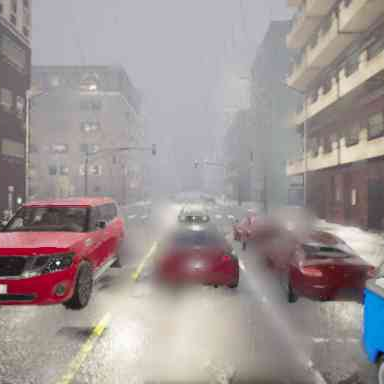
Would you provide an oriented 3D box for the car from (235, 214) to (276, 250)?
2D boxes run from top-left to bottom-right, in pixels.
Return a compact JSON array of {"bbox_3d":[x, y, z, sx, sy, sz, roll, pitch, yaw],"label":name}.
[{"bbox_3d":[2.669,1.517,13.459,1.802,1.307,4.206,1,0,0],"label":"car"}]

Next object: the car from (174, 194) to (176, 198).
[{"bbox_3d":[-5.364,1.171,79.918,1.947,1.339,4.313,1,0,0],"label":"car"}]

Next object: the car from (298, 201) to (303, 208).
[{"bbox_3d":[15.550,1.310,41.353,4.507,1.381,1.887,0,0,1],"label":"car"}]

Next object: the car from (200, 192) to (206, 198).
[{"bbox_3d":[2.979,1.184,74.169,2.008,1.369,4.403,1,0,0],"label":"car"}]

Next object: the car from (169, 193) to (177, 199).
[{"bbox_3d":[-5.291,1.093,91.258,1.887,1.381,4.507,1,0,0],"label":"car"}]

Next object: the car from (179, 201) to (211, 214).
[{"bbox_3d":[0.104,1.499,20.999,1.895,1.301,4.718,0,0,0],"label":"car"}]

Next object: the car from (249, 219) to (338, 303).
[{"bbox_3d":[2.669,1.544,7.788,1.802,1.307,4.206,1,0,0],"label":"car"}]

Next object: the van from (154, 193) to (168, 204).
[{"bbox_3d":[-5.582,1.060,57.242,1.690,1.788,3.998,1,0,0],"label":"van"}]

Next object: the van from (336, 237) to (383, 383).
[{"bbox_3d":[2.673,1.330,2.116,1.690,1.788,3.998,1,0,0],"label":"van"}]

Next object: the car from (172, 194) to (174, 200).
[{"bbox_3d":[-5.435,1.103,68.575,1.967,1.590,4.097,1,0,0],"label":"car"}]

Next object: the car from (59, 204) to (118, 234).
[{"bbox_3d":[-5.768,1.458,19.198,2.008,1.369,4.403,1,0,0],"label":"car"}]

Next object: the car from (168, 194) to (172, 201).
[{"bbox_3d":[-5.474,1.257,62.905,1.947,1.339,4.313,1,0,0],"label":"car"}]

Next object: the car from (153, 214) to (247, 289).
[{"bbox_3d":[0.098,1.520,9.052,1.994,1.385,4.181,0,0,0],"label":"car"}]

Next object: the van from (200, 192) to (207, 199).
[{"bbox_3d":[3.092,0.889,91.178,1.690,1.788,3.998,1,0,0],"label":"van"}]

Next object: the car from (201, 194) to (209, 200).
[{"bbox_3d":[3.015,1.187,79.839,1.802,1.307,4.206,1,0,0],"label":"car"}]

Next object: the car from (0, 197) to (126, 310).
[{"bbox_3d":[-3.086,1.181,8.072,2.150,2.045,5.566,0,0,0],"label":"car"}]

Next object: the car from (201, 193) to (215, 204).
[{"bbox_3d":[2.967,1.277,55.581,2.008,1.369,4.403,1,0,0],"label":"car"}]
